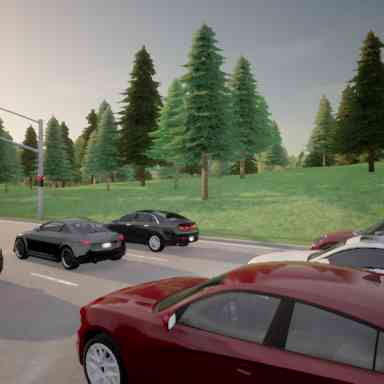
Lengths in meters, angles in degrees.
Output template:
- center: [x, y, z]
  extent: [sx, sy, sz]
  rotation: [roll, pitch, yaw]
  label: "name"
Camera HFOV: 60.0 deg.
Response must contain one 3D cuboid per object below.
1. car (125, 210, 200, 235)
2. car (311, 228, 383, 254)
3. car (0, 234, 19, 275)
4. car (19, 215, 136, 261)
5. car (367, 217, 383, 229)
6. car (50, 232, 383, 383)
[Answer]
- center: [-1.984, 1.505, 13.890]
  extent: [4.892, 1.490, 1.837]
  rotation: [0, 0, 36]
  label: "car"
- center: [3.197, 1.526, 6.007]
  extent: [4.674, 1.442, 1.812]
  rotation: [0, 0, 35]
  label: "car"
- center: [-6.628, 1.526, 8.615]
  extent: [4.674, 1.442, 1.812]
  rotation: [0, 0, 36]
  label: "car"
- center: [-4.163, 1.564, 11.143]
  extent: [4.181, 1.385, 1.994]
  rotation: [0, 0, 36]
  label: "car"
- center: [5.492, 1.353, 8.670]
  extent: [4.553, 1.767, 2.097]
  rotation: [0, 0, 36]
  label: "car"
- center: [0.888, 1.478, 3.357]
  extent: [5.008, 1.535, 1.882]
  rotation: [0, 0, 36]
  label: "car"
